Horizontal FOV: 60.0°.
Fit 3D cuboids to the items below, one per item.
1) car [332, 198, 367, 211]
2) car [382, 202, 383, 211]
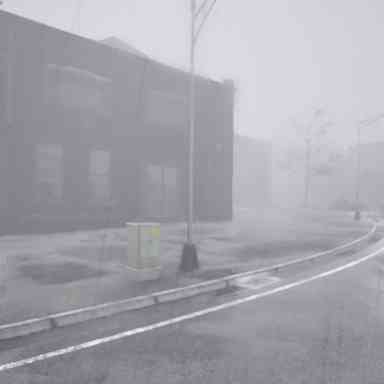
[{"bbox_3d":[18.458,1.452,39.340,2.033,1.411,5.357,1,0,-1],"label":"car"},{"bbox_3d":[21.905,1.209,34.421,2.150,2.045,5.566,1,0,6],"label":"car"}]
